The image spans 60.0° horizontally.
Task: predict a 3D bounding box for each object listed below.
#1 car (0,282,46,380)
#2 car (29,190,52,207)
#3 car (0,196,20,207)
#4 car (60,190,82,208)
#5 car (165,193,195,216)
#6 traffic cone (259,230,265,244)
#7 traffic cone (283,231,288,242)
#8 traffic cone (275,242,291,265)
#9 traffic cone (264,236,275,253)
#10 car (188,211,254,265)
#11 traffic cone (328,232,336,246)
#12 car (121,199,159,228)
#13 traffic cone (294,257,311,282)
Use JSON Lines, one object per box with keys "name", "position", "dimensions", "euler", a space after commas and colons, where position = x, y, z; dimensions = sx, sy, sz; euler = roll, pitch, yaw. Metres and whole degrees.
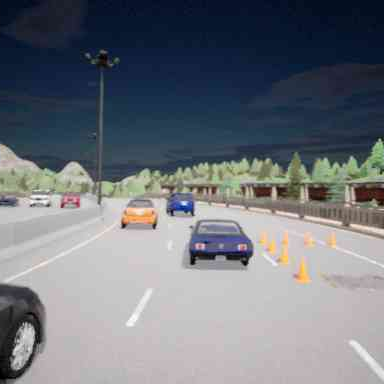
{"name": "car", "position": [-3.038, 1.426, 2.576], "dimensions": [1.837, 1.490, 4.892], "euler": [2, 0, 6]}
{"name": "car", "position": [-18.278, 0.754, 40.343], "dimensions": [2.150, 2.045, 5.566], "euler": [1, 0, -18]}
{"name": "car", "position": [-21.364, 1.077, 38.534], "dimensions": [1.895, 1.301, 4.718], "euler": [1, 0, -18]}
{"name": "car", "position": [-14.313, 0.833, 39.444], "dimensions": [2.150, 2.045, 5.566], "euler": [1, 0, -18]}
{"name": "car", "position": [-1.185, 1.113, 31.356], "dimensions": [2.150, 2.045, 5.566], "euler": [1, 0, -11]}
{"name": "traffic cone", "position": [3.130, 1.988, 14.649], "dimensions": [0.340, 0.580, 0.340], "euler": [1, 0, 2]}
{"name": "traffic cone", "position": [4.129, 2.010, 14.607], "dimensions": [0.340, 0.580, 0.340], "euler": [1, 0, 2]}
{"name": "traffic cone", "position": [2.963, 1.995, 10.653], "dimensions": [0.340, 0.580, 0.340], "euler": [1, 0, 2]}
{"name": "traffic cone", "position": [3.046, 1.991, 12.651], "dimensions": [0.340, 0.580, 0.340], "euler": [1, 0, 2]}
{"name": "car", "position": [0.833, 1.589, 11.705], "dimensions": [1.895, 1.301, 4.718], "euler": [1, 0, 0]}
{"name": "traffic cone", "position": [6.126, 2.055, 14.524], "dimensions": [0.340, 0.580, 0.340], "euler": [1, 0, 2]}
{"name": "car", "position": [-3.236, 1.226, 21.236], "dimensions": [2.097, 1.767, 4.553], "euler": [1, 0, -5]}
{"name": "traffic cone", "position": [2.880, 1.998, 8.654], "dimensions": [0.340, 0.580, 0.340], "euler": [1, 0, 2]}
